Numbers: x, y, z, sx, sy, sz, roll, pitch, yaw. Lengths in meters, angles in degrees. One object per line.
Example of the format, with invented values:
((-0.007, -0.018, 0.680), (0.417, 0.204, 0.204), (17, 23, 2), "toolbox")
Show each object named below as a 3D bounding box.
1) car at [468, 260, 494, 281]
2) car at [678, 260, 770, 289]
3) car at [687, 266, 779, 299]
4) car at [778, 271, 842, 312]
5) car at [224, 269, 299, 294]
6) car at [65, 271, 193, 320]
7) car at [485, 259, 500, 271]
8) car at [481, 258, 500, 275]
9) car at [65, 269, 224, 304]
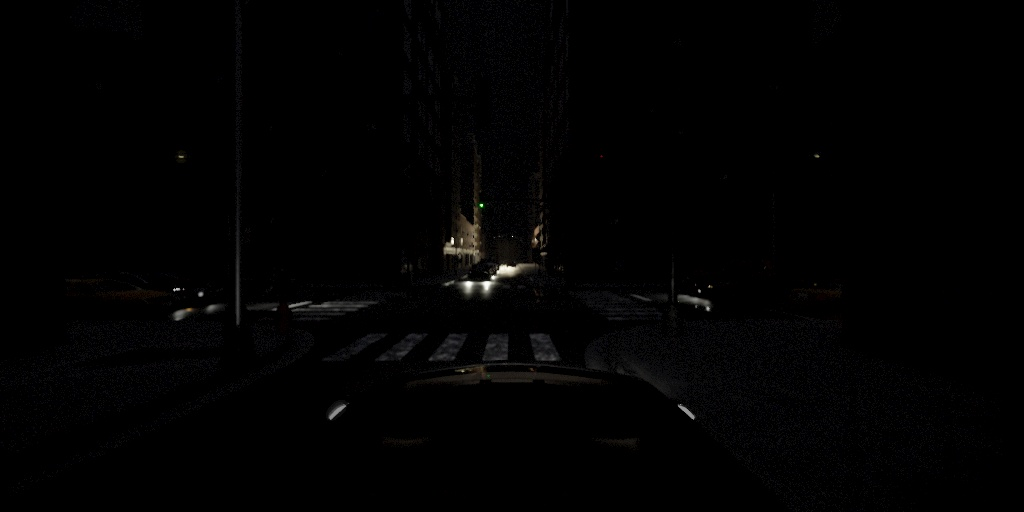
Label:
((-2.946, 1.422, 33.446), (1.882, 1.535, 5.008), (0, 0, 0), "car")
((12.295, 1.152, 20.558), (5.009, 1.841, 2.192), (0, 0, 0), "car")
((12.118, 1.380, 17.986), (5.357, 1.411, 2.033), (0, 0, 3), "car")
((12.469, 1.349, 12.532), (4.829, 1.417, 1.751), (0, 0, 0), "car")
((-14.588, 1.428, 20.513), (4.313, 1.339, 1.948), (0, 0, 0), "car")
((-14.414, 1.374, 12.488), (4.829, 1.417, 1.751), (0, 0, 0), "car")
((-2.993, 1.425, 56.248), (2.097, 1.767, 4.553), (0, 0, 0), "car")
((-2.978, 1.228, 44.157), (2.150, 2.045, 5.566), (0, 0, 0), "car")
((-15.496, 1.345, 15.016), (4.902, 1.511, 2.128), (0, 0, 0), "car")
